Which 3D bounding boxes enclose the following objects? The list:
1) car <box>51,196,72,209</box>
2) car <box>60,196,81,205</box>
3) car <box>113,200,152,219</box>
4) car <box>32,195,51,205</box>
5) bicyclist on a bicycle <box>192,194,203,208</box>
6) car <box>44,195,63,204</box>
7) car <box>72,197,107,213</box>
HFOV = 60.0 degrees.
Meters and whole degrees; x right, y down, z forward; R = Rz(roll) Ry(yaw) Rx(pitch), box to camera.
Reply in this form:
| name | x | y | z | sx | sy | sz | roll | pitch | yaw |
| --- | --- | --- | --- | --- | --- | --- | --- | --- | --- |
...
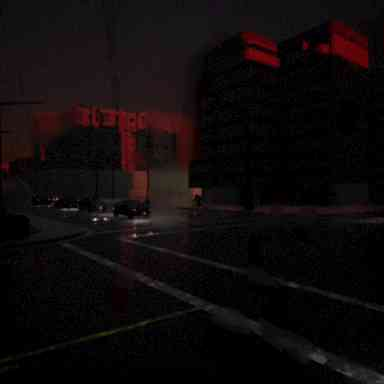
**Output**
| name | x | y | z | sx | sy | sz | roll | pitch | yaw |
| --- | --- | --- | --- | --- | --- | --- | --- | --- | --- |
| car | -16.470 | 1.422 | 43.346 | 1.994 | 1.385 | 4.181 | -1 | 1 | -36 |
| car | -19.839 | 1.416 | 54.143 | 1.895 | 1.301 | 4.718 | -1 | 1 | -36 |
| car | -5.104 | 1.381 | 27.899 | 1.812 | 1.442 | 4.674 | -1 | 1 | -36 |
| car | -24.936 | 1.211 | 54.974 | 2.097 | 1.767 | 4.553 | -1 | 1 | -36 |
| bicyclist on a bicycle | 0.613 | 1.026 | 38.653 | 1.656 | 1.620 | 0.582 | -1 | 1 | -36 |
| car | -25.996 | 1.366 | 62.386 | 2.033 | 1.411 | 5.357 | -1 | 1 | -36 |
| car | -10.626 | 1.348 | 35.398 | 2.128 | 1.511 | 4.902 | -1 | 1 | -36 |
